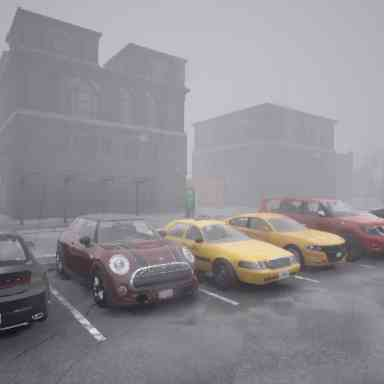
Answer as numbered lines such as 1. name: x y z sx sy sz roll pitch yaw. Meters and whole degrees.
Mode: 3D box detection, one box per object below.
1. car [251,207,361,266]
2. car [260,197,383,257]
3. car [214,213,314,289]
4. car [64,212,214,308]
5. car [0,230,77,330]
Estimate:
1. car: 2.656 1.481 11.326 2.097 1.535 5.008 0 0 -35
2. car: 4.944 1.230 12.910 2.435 2.045 5.566 0 0 -35
3. car: 0.497 1.478 9.559 1.946 1.575 5.366 0 0 -35
4. car: -1.796 1.355 8.196 2.185 1.767 4.553 0 0 -35
5. car: -4.145 1.481 6.481 2.231 1.521 4.892 0 0 -35
